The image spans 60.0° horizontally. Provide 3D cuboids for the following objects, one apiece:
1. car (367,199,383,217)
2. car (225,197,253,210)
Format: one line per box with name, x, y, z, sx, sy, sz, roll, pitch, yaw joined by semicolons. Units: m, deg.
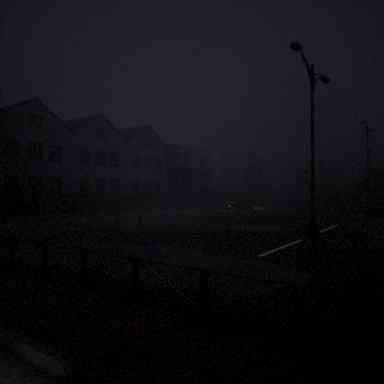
car;15.422;1.298;26.809;2.007;1.523;4.514;0;0;35
car;5.632;1.313;39.493;1.837;1.490;4.892;0;0;35
